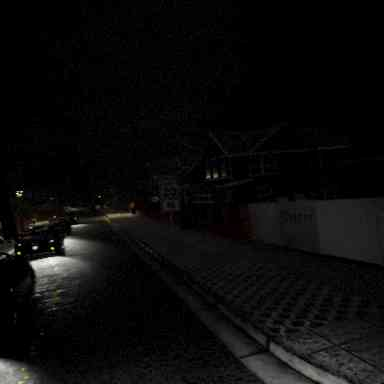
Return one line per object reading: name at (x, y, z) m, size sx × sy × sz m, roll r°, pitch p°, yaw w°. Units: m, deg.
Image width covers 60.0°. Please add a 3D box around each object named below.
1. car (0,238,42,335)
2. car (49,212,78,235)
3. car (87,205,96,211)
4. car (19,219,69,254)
car at (-4.703, 2.099, 7.183) m, size 1.994 × 1.385 × 4.181 m, roll -6°, pitch 0°, yaw -17°
car at (-10.832, 2.726, 27.155) m, size 2.128 × 1.511 × 4.902 m, roll -6°, pitch 0°, yaw -17°
car at (-26.617, 4.247, 88.187) m, size 1.837 × 1.490 × 4.892 m, roll -6°, pitch 0°, yaw -17°
car at (-7.777, 2.455, 17.205) m, size 1.994 × 1.385 × 4.181 m, roll -6°, pitch 0°, yaw -17°
